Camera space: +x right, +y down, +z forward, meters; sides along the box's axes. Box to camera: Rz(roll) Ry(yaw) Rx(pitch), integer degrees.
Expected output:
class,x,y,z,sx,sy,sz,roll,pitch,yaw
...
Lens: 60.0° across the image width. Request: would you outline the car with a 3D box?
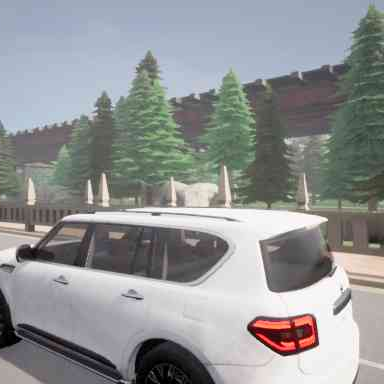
class,x,y,z,sx,sy,sz,roll,pitch,yaw
car,-0.805,1.221,4.585,5.566,2.045,2.150,0,0,36
